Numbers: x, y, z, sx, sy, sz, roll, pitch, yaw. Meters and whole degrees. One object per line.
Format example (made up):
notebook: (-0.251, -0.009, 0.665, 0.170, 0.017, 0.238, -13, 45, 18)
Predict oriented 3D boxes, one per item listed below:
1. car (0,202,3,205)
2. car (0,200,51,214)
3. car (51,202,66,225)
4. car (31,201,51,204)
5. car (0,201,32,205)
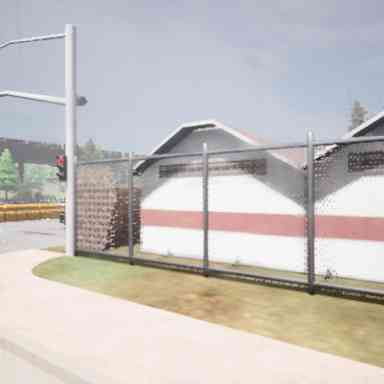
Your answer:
car: (-19.327, 1.761, 28.429, 1.895, 1.301, 4.718, 0, 0, 33)
car: (-20.000, 1.745, 40.091, 2.033, 1.411, 5.357, 0, 0, 34)
car: (-6.444, 1.582, 22.302, 2.128, 1.511, 4.902, 0, 0, 34)
car: (-14.467, 1.726, 35.787, 1.994, 1.385, 4.181, 0, 0, 33)
car: (-19.456, 1.670, 34.599, 2.128, 1.511, 4.902, 0, 0, 34)
